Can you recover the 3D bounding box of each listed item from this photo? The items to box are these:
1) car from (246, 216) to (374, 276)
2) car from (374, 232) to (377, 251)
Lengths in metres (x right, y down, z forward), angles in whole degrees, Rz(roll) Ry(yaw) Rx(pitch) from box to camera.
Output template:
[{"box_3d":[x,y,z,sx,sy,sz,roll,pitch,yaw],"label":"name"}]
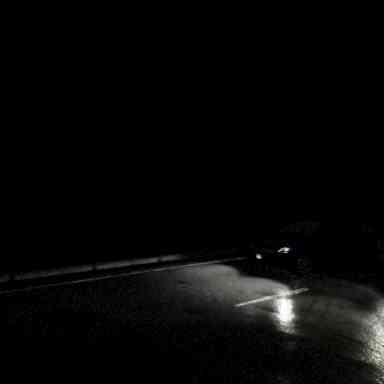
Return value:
[{"box_3d":[3.854,1.505,10.388,4.674,1.442,1.812,0,0,-31],"label":"car"},{"box_3d":[6.916,1.468,8.124,5.008,1.535,1.882,0,0,-30],"label":"car"}]
